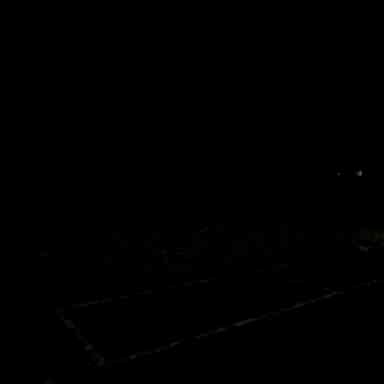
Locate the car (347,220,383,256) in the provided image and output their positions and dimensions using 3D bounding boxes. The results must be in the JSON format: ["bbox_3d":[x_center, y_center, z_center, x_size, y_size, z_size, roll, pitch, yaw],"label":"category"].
[{"bbox_3d":[7.579,1.550,12.194,4.829,1.417,1.752,0,-1,-34],"label":"car"}]
